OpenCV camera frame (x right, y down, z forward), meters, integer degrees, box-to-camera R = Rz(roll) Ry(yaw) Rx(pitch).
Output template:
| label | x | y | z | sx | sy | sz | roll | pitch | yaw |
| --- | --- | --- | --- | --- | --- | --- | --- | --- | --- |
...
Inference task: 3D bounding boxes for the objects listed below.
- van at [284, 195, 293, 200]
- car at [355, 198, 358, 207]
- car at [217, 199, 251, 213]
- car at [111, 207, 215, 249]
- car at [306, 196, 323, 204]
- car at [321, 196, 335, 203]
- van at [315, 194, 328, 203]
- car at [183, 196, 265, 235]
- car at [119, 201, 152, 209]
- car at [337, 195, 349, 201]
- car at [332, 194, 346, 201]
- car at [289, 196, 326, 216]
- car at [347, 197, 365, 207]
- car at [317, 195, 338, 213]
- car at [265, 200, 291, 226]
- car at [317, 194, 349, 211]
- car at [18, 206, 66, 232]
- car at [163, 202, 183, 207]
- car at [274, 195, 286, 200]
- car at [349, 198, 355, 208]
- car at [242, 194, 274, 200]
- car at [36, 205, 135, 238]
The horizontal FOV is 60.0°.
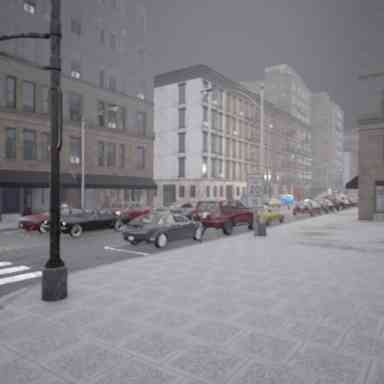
| label | x | y | z | sx | sy | sz | roll | pitch | yaw |
| --- | --- | --- | --- | --- | --- | --- | --- | --- | --- |
| van | 14.089 | 1.331 | 50.329 | 1.690 | 1.788 | 3.998 | 0 | 0 | 35 |
| car | 23.764 | 1.602 | 50.142 | 1.947 | 1.339 | 4.313 | 0 | 0 | 35 |
| car | 4.758 | 1.528 | 37.052 | 1.887 | 1.381 | 4.507 | 0 | 0 | 35 |
| car | -1.116 | 1.570 | 14.734 | 2.008 | 1.369 | 4.403 | 0 | 0 | 35 |
| car | 23.419 | 1.563 | 63.608 | 1.947 | 1.339 | 4.313 | 0 | 0 | 35 |
| car | 29.639 | 1.546 | 72.460 | 1.887 | 1.381 | 4.507 | 0 | 0 | 35 |
| van | 26.530 | 1.341 | 68.033 | 1.690 | 1.788 | 3.998 | 0 | 0 | 35 |
| car | 1.995 | 1.336 | 19.160 | 2.192 | 1.841 | 5.009 | 0 | 0 | 35 |
| car | -4.572 | 1.418 | 23.774 | 1.967 | 1.590 | 4.097 | 0 | 0 | 35 |
| car | 38.970 | 1.549 | 85.737 | 1.887 | 1.381 | 4.507 | 0 | 0 | 35 |
| car | 35.861 | 1.318 | 81.311 | 2.192 | 1.841 | 5.009 | 0 | 0 | 35 |
| car | 11.324 | 1.467 | 32.438 | 1.967 | 1.590 | 4.097 | 0 | 0 | 35 |
| car | 26.874 | 1.590 | 54.567 | 2.008 | 1.369 | 4.403 | 0 | 0 | 35 |
| car | 14.434 | 1.469 | 36.863 | 1.967 | 1.590 | 4.097 | 0 | 0 | 35 |
| car | 5.202 | 1.548 | 23.725 | 1.752 | 1.417 | 4.829 | 0 | 0 | 35 |
| car | 17.545 | 1.346 | 41.289 | 2.192 | 1.841 | 5.009 | 0 | 0 | 35 |
| car | -7.682 | 1.520 | 19.349 | 1.887 | 1.381 | 4.507 | 0 | 0 | 35 |
| car | 0.222 | 1.497 | 26.186 | 1.837 | 1.490 | 4.892 | 0 | 0 | 35 |
| car | 10.880 | 1.513 | 45.765 | 1.752 | 1.417 | 4.829 | 0 | 0 | 35 |
| car | 20.654 | 1.616 | 45.716 | 1.802 | 1.307 | 4.206 | 0 | 0 | 35 |
| car | 6.194 | 1.218 | 34.657 | 2.150 | 2.045 | 5.566 | 0 | 0 | 35 |
| car | -5.537 | 1.591 | 17.987 | 1.895 | 1.301 | 4.718 | 0 | 0 | 32 |
